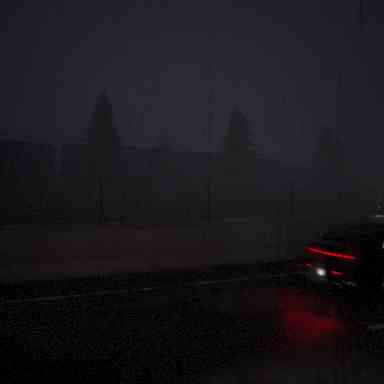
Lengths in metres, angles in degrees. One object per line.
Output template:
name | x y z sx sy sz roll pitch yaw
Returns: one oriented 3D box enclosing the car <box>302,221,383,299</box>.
car | 5.047 1.504 8.271 4.892 1.490 1.837 0 0 -23
